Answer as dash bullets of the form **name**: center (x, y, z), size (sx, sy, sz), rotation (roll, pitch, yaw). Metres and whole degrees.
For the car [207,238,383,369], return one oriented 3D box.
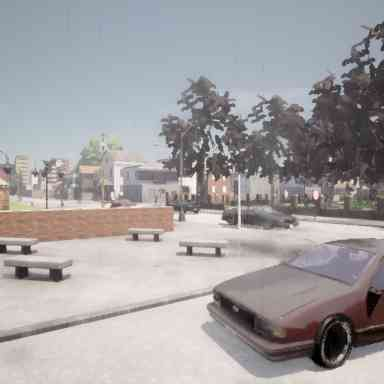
- **car**: center (2.996, 1.547, 5.659), size (5.357, 1.411, 2.033), rotation (0, 0, -23)

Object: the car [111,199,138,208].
- **car**: center (-7.787, 1.525, 37.960), size (1.812, 1.442, 4.674), rotation (0, 0, -35)

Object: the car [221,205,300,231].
- **car**: center (4.123, 1.547, 21.148), size (2.033, 1.411, 5.357), rotation (0, 0, -36)

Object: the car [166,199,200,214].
- **car**: center (-1.065, 1.505, 35.651), size (1.837, 1.490, 4.892), rotation (0, 0, -36)
